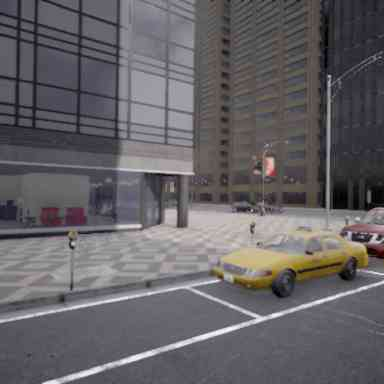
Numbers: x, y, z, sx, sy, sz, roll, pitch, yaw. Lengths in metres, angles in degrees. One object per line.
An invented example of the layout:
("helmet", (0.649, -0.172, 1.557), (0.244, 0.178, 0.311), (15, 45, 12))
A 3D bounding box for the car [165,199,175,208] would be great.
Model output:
("car", (-5.512, 2.124, 59.605), (1.895, 1.301, 4.718), (1, -1, -36))

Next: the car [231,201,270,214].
("car", (7.030, 1.936, 41.911), (1.837, 1.490, 4.892), (1, -1, -36))

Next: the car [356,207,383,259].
("car", (7.362, 1.467, 12.017), (5.009, 1.841, 2.192), (1, 0, -36))

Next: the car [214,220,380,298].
("car", (2.779, 1.610, 8.745), (4.829, 1.417, 1.752), (1, 0, -36))

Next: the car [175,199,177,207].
("car", (-2.713, 2.079, 61.275), (2.128, 1.511, 4.902), (1, -1, -35))

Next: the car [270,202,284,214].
("car", (9.859, 2.020, 43.544), (1.812, 1.442, 4.674), (1, -1, -35))
